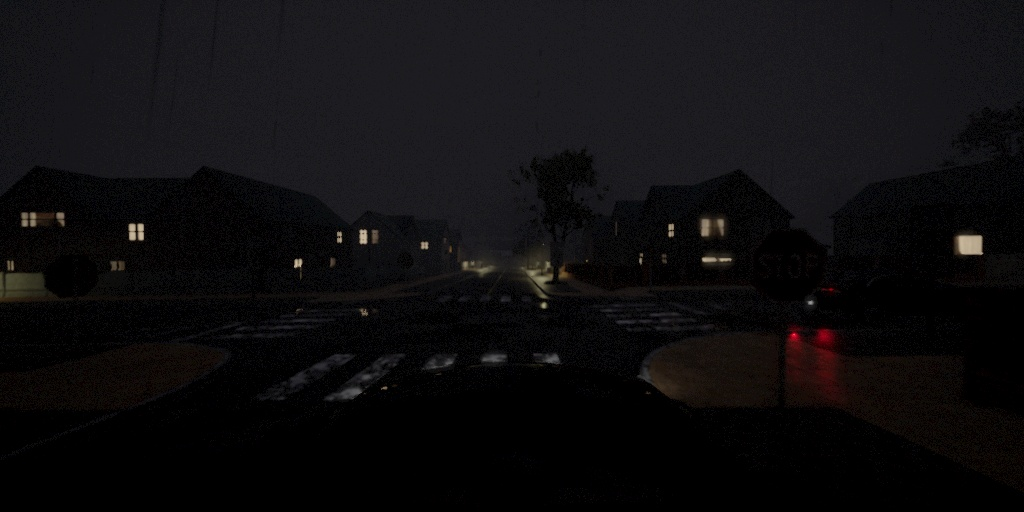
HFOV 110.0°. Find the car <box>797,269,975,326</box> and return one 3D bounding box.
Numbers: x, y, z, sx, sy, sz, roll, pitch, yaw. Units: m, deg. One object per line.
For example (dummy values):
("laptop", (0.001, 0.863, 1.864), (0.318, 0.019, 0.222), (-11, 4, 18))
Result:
("car", (11.425, 1.152, 10.835), (4.902, 1.511, 2.128), (-1, 1, 0))
